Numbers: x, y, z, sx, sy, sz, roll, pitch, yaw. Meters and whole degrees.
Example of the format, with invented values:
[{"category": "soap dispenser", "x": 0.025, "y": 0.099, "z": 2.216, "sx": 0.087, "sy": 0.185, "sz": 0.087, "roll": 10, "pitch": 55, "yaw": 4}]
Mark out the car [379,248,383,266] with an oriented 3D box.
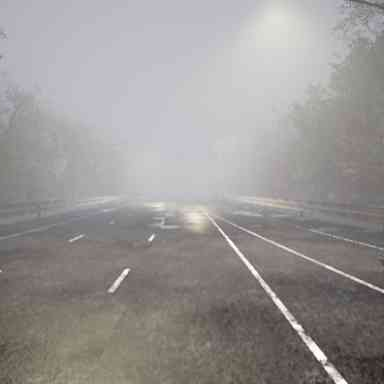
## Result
[{"category": "car", "x": 6.101, "y": 1.478, "z": 6.302, "sx": 2.033, "sy": 1.411, "sz": 5.357, "roll": 0, "pitch": 0, "yaw": -7}]
